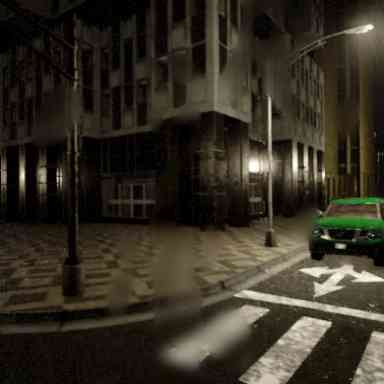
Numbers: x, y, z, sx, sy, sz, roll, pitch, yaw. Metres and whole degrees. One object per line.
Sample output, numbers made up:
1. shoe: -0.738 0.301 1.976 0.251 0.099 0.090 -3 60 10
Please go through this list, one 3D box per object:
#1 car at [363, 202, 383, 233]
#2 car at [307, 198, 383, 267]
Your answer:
1. car: 12.049 1.496 20.667 1.882 1.535 5.008 -1 0 35
2. car: 5.939 1.241 12.019 2.150 2.045 5.566 -1 0 35
